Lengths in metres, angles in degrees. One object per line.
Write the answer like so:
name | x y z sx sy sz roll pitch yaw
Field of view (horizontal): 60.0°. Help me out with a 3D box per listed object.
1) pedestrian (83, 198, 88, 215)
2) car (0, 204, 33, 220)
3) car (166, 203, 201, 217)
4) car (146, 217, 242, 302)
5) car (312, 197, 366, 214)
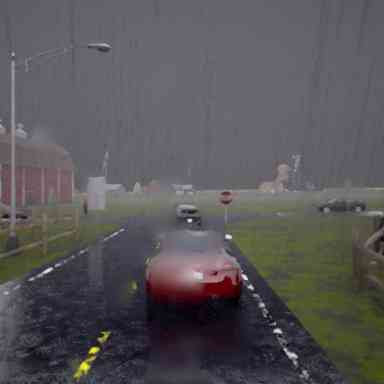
pedestrian | -11.209 1.512 35.199 0.375 1.860 0.375 0 0 4
car | -17.013 1.812 29.754 5.357 1.411 2.033 -1 -1 5
car | -0.642 1.522 23.385 1.837 1.490 4.892 0 0 -12
car | 0.084 1.570 8.356 1.994 1.385 4.181 0 0 1
car | 14.203 1.251 32.263 5.008 1.535 1.882 -1 0 -4
